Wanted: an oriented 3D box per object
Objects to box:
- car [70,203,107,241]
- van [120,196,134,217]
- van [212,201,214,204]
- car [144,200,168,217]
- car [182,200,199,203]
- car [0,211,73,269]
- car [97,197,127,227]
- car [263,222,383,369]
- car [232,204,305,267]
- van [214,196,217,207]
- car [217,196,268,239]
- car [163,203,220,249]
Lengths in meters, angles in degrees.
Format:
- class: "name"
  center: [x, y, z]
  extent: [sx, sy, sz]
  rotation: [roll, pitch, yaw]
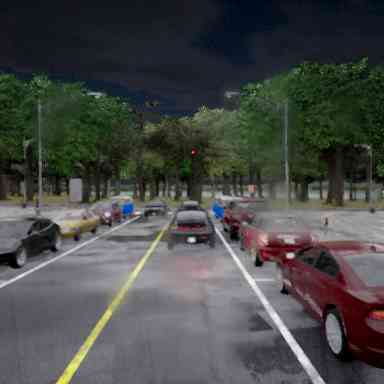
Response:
- class: "car"
  center: [-5.854, 1.490, 16.417]
  extent: [1.752, 1.417, 4.829]
  rotation: [0, 0, 0]
- class: "van"
  center: [-5.912, 1.260, 27.462]
  extent: [1.690, 1.788, 3.998]
  rotation: [0, 0, 0]
- class: "van"
  center: [2.613, 1.206, 27.505]
  extent: [1.690, 1.788, 3.998]
  rotation: [0, 0, 0]
- class: "car"
  center: [-3.157, 1.438, 30.216]
  extent: [2.033, 1.411, 5.357]
  rotation: [0, 0, 0]
- class: "car"
  center: [-0.134, 1.388, 27.193]
  extent: [1.837, 1.490, 4.892]
  rotation: [0, 0, -1]
- class: "car"
  center: [-5.826, 1.553, 11.150]
  extent: [1.947, 1.339, 4.313]
  rotation: [0, 0, 0]
- class: "car"
  center: [-5.883, 1.381, 22.024]
  extent: [1.967, 1.590, 4.097]
  rotation: [0, 0, 0]
- class: "car"
  center: [2.726, 1.501, 5.756]
  extent: [1.887, 1.381, 4.507]
  rotation: [0, 0, 0]
- class: "car"
  center: [2.698, 1.373, 11.193]
  extent: [1.967, 1.590, 4.097]
  rotation: [0, 0, 0]
- class: "van"
  center: [2.641, 1.228, 22.067]
  extent: [1.690, 1.788, 3.998]
  rotation: [0, 0, 0]
- class: "car"
  center: [2.669, 1.225, 16.630]
  extent: [2.192, 1.841, 5.009]
  rotation: [0, 0, 0]
- class: "car"
  center: [-0.020, 1.443, 14.270]
  extent: [1.837, 1.490, 4.892]
  rotation: [0, 0, 0]
